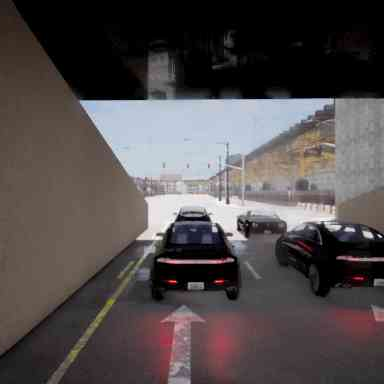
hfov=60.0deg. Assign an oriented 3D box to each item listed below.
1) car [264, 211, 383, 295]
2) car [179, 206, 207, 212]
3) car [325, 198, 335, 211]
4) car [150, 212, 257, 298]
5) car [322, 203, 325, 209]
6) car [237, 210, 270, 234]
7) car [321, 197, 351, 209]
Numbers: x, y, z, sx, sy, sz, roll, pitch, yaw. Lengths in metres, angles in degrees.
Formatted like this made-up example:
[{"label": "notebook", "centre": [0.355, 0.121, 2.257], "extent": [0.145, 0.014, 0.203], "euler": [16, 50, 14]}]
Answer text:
[{"label": "car", "centre": [3.567, 1.491, 8.680], "extent": [2.128, 1.511, 4.902], "euler": [0, 0, 0]}, {"label": "car", "centre": [0.049, 1.503, 17.587], "extent": [1.837, 1.490, 4.892], "euler": [0, 0, 0]}, {"label": "car", "centre": [17.332, 1.449, 35.542], "extent": [2.038, 1.542, 4.974], "euler": [0, 0, -35]}, {"label": "car", "centre": [0.067, 1.491, 8.467], "extent": [2.128, 1.511, 4.902], "euler": [0, 0, 0]}, {"label": "car", "centre": [17.424, 1.449, 40.149], "extent": [2.038, 1.542, 4.974], "euler": [0, 0, 45]}, {"label": "car", "centre": [3.549, 1.599, 17.833], "extent": [1.895, 1.301, 4.718], "euler": [0, 0, 0]}, {"label": "car", "centre": [17.460, 1.291, 40.186], "extent": [1.853, 1.218, 4.536], "euler": [0, 0, 45]}]
